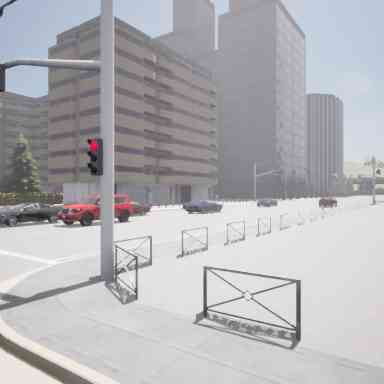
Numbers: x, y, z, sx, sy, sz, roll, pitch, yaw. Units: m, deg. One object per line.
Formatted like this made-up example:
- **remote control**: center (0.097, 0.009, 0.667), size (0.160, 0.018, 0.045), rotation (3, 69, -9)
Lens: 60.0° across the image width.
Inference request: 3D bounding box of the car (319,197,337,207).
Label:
- **car**: center (20.783, 1.478, 50.716), size (1.882, 1.535, 5.008), rotation (0, 0, 35)

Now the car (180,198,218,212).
- **car**: center (0.963, 1.547, 40.788), size (2.033, 1.411, 5.357), rotation (0, 0, 34)

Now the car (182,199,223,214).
- **car**: center (1.332, 1.601, 35.154), size (1.895, 1.301, 4.718), rotation (0, 0, 35)

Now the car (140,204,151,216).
- **car**: center (-6.043, 1.601, 30.619), size (1.895, 1.301, 4.718), rotation (0, 0, 35)

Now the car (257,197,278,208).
- **car**: center (11.249, 1.533, 49.389), size (1.812, 1.442, 4.674), rotation (0, 0, 35)

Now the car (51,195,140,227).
- **car**: center (-6.640, 1.221, 23.586), size (2.150, 2.045, 5.566), rotation (0, 0, 35)

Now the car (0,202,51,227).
- **car**: center (-11.302, 1.492, 22.987), size (2.128, 1.511, 4.902), rotation (0, 0, 35)
